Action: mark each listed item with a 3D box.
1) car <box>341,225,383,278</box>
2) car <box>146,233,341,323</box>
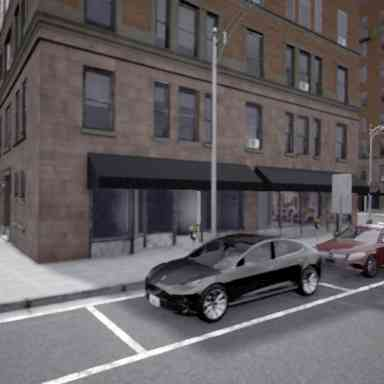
[{"bbox_3d":[5.575,1.712,10.512,4.206,1.307,1.802,1,-1,-35],"label":"car"},{"bbox_3d":[1.097,1.628,7.318,4.313,1.339,1.947,1,-1,-35],"label":"car"}]
